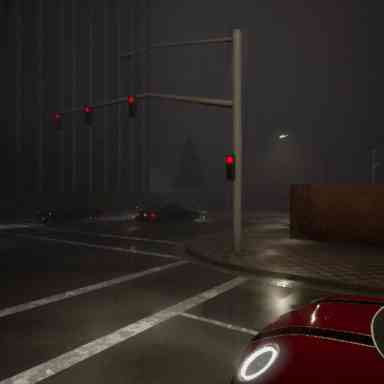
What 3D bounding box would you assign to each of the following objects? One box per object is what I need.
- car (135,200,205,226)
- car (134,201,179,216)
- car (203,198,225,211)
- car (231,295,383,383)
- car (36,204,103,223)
[{"bbox_3d":[-1.609,1.547,23.782,2.033,1.411,5.357,0,0,35],"label":"car"},{"bbox_3d":[-3.498,1.601,33.572,1.895,1.301,4.718,0,0,35],"label":"car"},{"bbox_3d":[2.344,1.491,41.784,2.128,1.511,4.902,0,0,36],"label":"car"},{"bbox_3d":[2.501,1.352,2.175,4.553,1.767,2.097,0,0,36],"label":"car"},{"bbox_3d":[-9.276,1.601,25.415,1.895,1.301,4.718,0,0,35],"label":"car"}]
